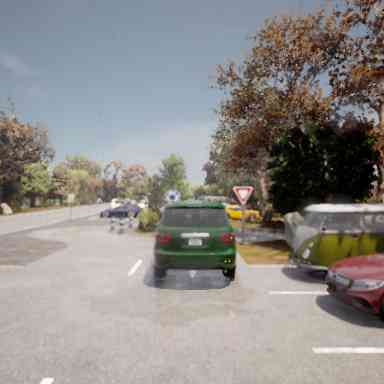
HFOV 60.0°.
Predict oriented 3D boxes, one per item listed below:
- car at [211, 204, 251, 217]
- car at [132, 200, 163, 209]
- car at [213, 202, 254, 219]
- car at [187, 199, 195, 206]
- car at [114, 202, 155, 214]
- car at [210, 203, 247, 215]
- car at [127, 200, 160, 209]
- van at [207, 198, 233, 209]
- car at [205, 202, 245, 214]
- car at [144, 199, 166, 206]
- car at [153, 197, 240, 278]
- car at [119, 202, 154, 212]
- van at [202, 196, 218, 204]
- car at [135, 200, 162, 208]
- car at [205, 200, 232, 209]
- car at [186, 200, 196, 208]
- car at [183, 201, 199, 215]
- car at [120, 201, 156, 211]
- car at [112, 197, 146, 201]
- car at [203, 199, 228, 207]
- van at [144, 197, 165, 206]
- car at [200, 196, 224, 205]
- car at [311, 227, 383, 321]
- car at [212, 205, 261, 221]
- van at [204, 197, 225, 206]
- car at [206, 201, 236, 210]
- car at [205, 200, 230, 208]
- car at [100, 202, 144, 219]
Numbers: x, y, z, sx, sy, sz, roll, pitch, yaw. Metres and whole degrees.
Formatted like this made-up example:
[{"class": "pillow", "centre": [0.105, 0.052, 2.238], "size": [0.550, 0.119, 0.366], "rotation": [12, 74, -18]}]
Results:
[{"class": "car", "centre": [4.772, 2.285, 41.606], "size": [4.792, 1.488, 2.163], "rotation": [0, 0, 0]}, {"class": "car", "centre": [-8.084, 2.217, 61.049], "size": [5.366, 1.575, 1.946], "rotation": [0, 0, 0]}, {"class": "car", "centre": [4.832, 2.136, 38.960], "size": [4.553, 1.767, 2.185], "rotation": [0, 0, 0]}, {"class": "car", "centre": [-0.222, 2.326, 77.389], "size": [1.837, 1.490, 4.892], "rotation": [0, 0, 0]}, {"class": "car", "centre": [-8.090, 2.239, 47.171], "size": [5.366, 1.575, 1.946], "rotation": [0, 0, 0]}, {"class": "car", "centre": [4.800, 2.290, 44.376], "size": [4.674, 1.452, 2.002], "rotation": [0, 0, 0]}, {"class": "car", "centre": [-8.456, 2.217, 58.396], "size": [5.366, 1.575, 1.946], "rotation": [0, 0, 0]}, {"class": "van", "centre": [4.926, 1.995, 58.349], "size": [4.442, 1.987, 1.878], "rotation": [0, 0, 0]}, {"class": "car", "centre": [4.619, 2.240, 47.146], "size": [5.366, 1.575, 1.946], "rotation": [0, 0, 0]}, {"class": "car", "centre": [-8.292, 2.318, 74.922], "size": [4.792, 1.488, 2.163], "rotation": [0, 0, 0]}, {"class": "car", "centre": [0.082, 1.295, 10.547], "size": [2.150, 2.045, 5.566], "rotation": [0, 0, 0]}, {"class": "car", "centre": [-8.268, 2.237, 49.947], "size": [4.892, 1.521, 2.231], "rotation": [0, 0, 0]}, {"class": "van", "centre": [4.941, 2.172, 91.585], "size": [4.442, 1.987, 1.878], "rotation": [0, 0, 0]}, {"class": "car", "centre": [-8.274, 2.226, 63.817], "size": [4.892, 1.521, 2.231], "rotation": [0, 0, 0]}, {"class": "car", "centre": [4.839, 2.250, 61.120], "size": [4.792, 1.488, 2.163], "rotation": [0, 0, 0]}, {"class": "car", "centre": [-0.127, 2.224, 63.545], "size": [1.882, 1.535, 5.008], "rotation": [0, -1, 0]}, {"class": "car", "centre": [-0.131, 2.118, 45.400], "size": [2.097, 1.767, 4.553], "rotation": [0, 0, 0]}, {"class": "car", "centre": [-8.459, 2.227, 52.723], "size": [5.366, 1.575, 1.946], "rotation": [0, 0, 0]}, {"class": "car", "centre": [-8.248, 1.997, 44.394], "size": [5.566, 2.045, 2.435], "rotation": [0, 0, 0]}, {"class": "car", "centre": [4.819, 2.253, 69.297], "size": [5.008, 1.535, 2.097], "rotation": [0, 0, 0]}, {"class": "van", "centre": [-8.148, 2.045, 72.147], "size": [4.442, 1.987, 1.878], "rotation": [0, 0, 0]}, {"class": "car", "centre": [4.791, 2.074, 80.379], "size": [5.566, 2.045, 2.435], "rotation": [0, 0, 0]}, {"class": "car", "centre": [5.050, 1.568, 6.424], "size": [4.674, 1.452, 2.002], "rotation": [0, 0, 0]}, {"class": "car", "centre": [4.794, 2.267, 36.189], "size": [5.008, 1.535, 2.097], "rotation": [0, 0, 0]}, {"class": "van", "centre": [4.932, 2.046, 72.068], "size": [4.442, 1.987, 1.878], "rotation": [0, 0, 0]}, {"class": "car", "centre": [4.779, 2.254, 55.455], "size": [4.792, 1.488, 2.163], "rotation": [0, 0, 0]}, {"class": "car", "centre": [4.841, 2.256, 63.759], "size": [4.792, 1.488, 2.163], "rotation": [0, 0, 0]}, {"class": "car", "centre": [-8.309, 2.290, 38.842], "size": [4.792, 1.488, 2.163], "rotation": [0, 0, 0]}]
